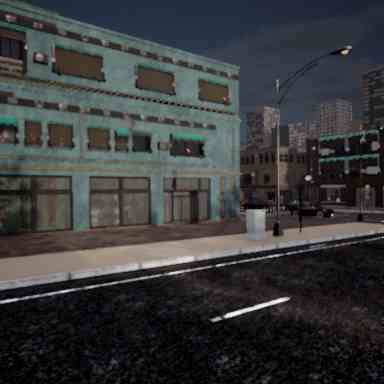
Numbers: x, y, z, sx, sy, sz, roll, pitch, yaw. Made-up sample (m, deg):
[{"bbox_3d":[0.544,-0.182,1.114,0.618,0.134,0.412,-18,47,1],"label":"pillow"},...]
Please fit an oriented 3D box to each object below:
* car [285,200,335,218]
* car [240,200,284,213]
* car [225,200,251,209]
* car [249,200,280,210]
[{"bbox_3d":[11.669,1.779,32.438,1.947,1.339,4.313,-2,0,-35],"label":"car"},{"bbox_3d":[8.543,1.766,41.509,1.882,1.535,5.008,-1,0,-35],"label":"car"},{"bbox_3d":[7.324,1.921,53.181,1.802,1.307,4.206,-2,0,-35],"label":"car"},{"bbox_3d":[10.536,1.859,48.675,1.802,1.307,4.206,-2,0,-35],"label":"car"}]
